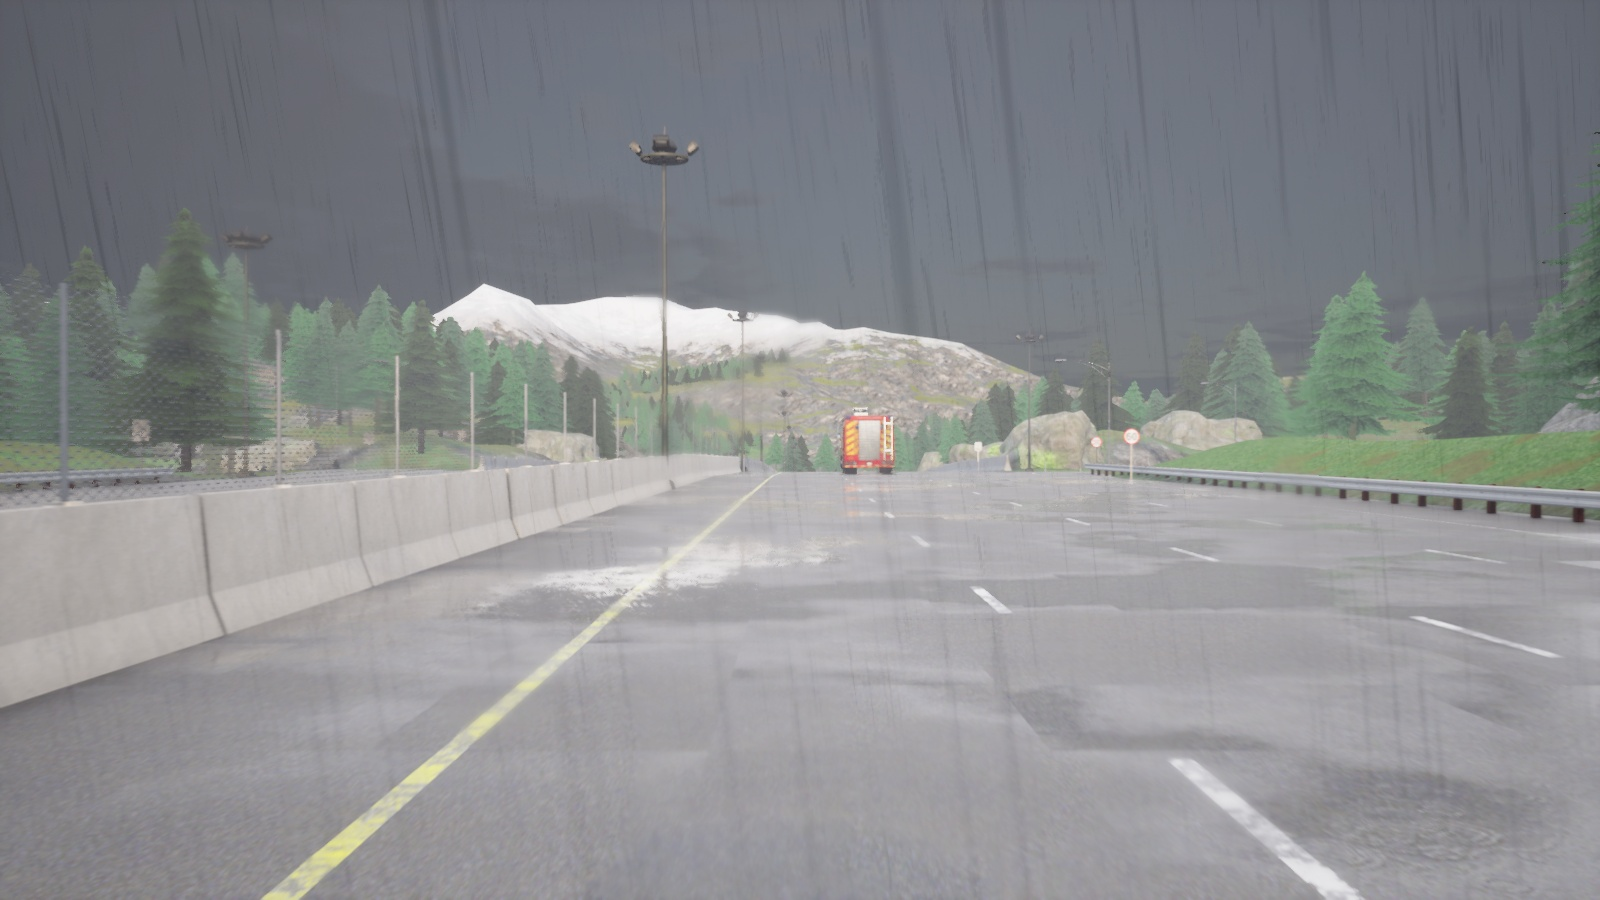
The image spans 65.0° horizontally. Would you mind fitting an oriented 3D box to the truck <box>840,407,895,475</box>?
[{"bbox_3d":[3.946,-0.505,75.307,2.891,3.827,8.468,0,0,0],"label":"truck"}]
